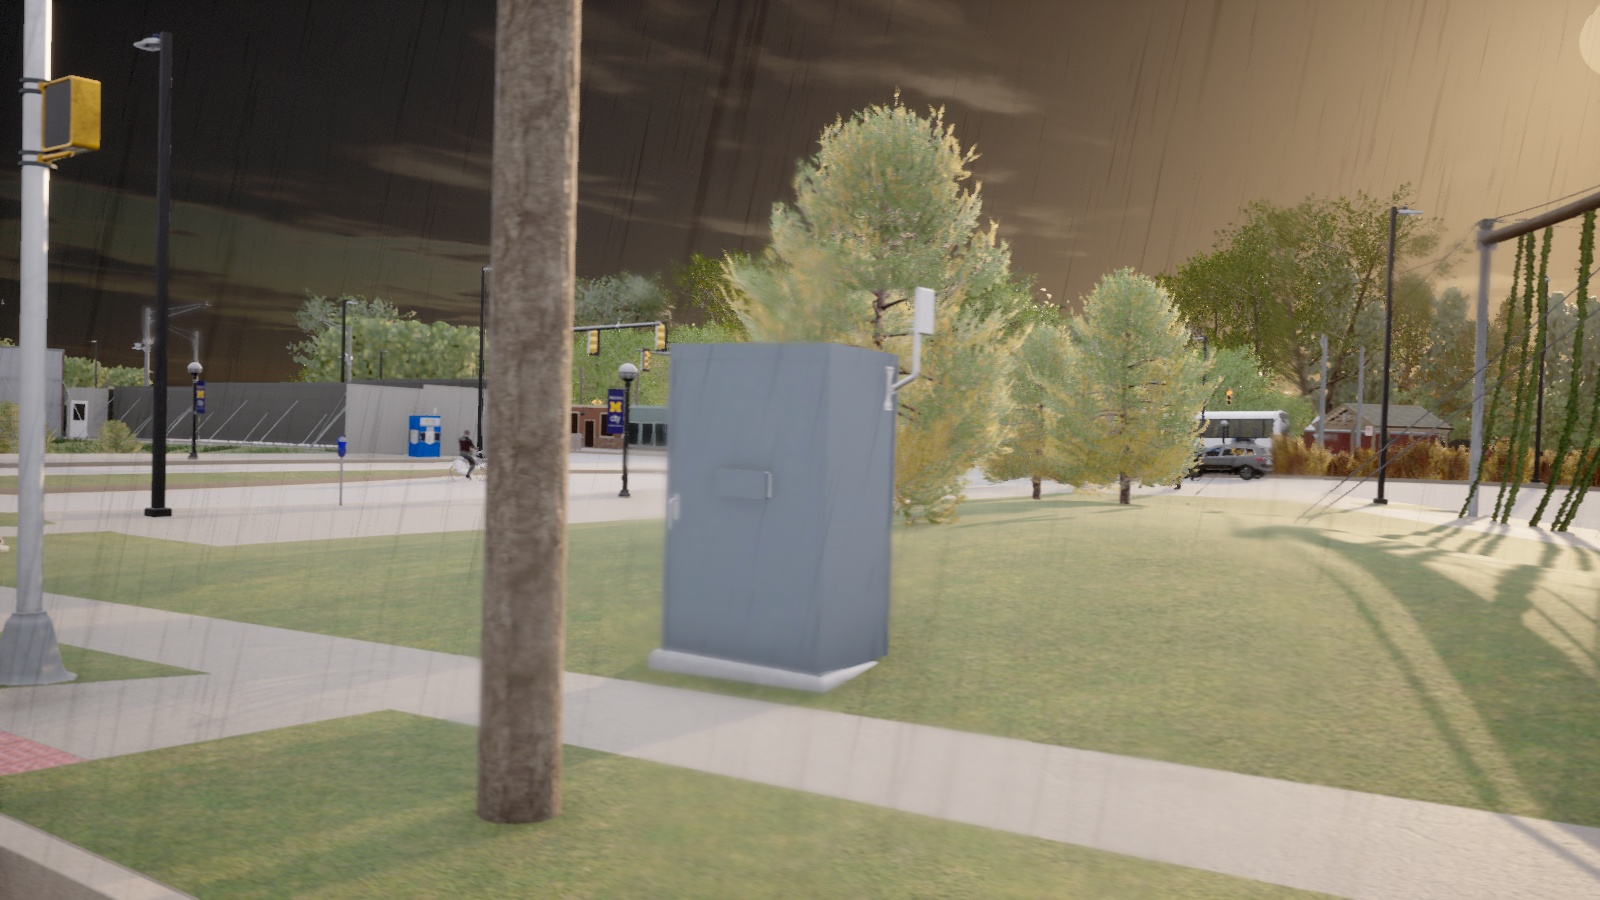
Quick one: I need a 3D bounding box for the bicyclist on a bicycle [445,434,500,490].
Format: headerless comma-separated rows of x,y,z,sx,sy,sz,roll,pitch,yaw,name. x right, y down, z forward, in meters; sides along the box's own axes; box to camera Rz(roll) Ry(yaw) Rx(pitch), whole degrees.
-10.882,0.377,41.789,0.659,1.776,1.843,1,2,30,bicyclist on a bicycle

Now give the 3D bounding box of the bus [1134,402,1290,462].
30.518,-1.278,93.318,10.273,4.253,3.944,0,0,35,bus

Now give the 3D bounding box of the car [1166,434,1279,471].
19.894,0.114,59.144,4.611,1.667,2.242,0,1,34,car
